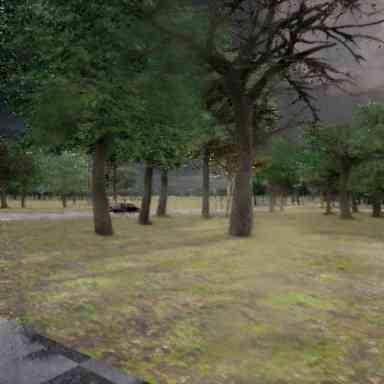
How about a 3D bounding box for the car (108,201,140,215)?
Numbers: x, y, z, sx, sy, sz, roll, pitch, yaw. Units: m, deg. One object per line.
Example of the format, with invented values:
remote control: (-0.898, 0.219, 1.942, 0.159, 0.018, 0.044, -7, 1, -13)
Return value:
car: (-11.434, 2.859, 58.395, 2.150, 2.045, 5.566, 1, -1, 36)
